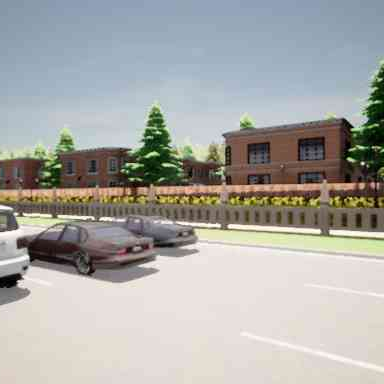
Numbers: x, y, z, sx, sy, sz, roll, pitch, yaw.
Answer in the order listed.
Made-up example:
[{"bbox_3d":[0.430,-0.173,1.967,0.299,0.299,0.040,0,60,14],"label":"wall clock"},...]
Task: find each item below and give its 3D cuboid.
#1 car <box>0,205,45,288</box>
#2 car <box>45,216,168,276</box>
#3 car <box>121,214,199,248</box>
[{"bbox_3d":[-6.300,1.301,8.216,5.566,2.045,2.150,0,0,34],"label":"car"},{"bbox_3d":[-3.579,1.627,10.596,5.357,1.411,2.033,0,0,34],"label":"car"},{"bbox_3d":[-2.311,1.642,13.966,5.357,1.411,2.033,0,0,34],"label":"car"}]
